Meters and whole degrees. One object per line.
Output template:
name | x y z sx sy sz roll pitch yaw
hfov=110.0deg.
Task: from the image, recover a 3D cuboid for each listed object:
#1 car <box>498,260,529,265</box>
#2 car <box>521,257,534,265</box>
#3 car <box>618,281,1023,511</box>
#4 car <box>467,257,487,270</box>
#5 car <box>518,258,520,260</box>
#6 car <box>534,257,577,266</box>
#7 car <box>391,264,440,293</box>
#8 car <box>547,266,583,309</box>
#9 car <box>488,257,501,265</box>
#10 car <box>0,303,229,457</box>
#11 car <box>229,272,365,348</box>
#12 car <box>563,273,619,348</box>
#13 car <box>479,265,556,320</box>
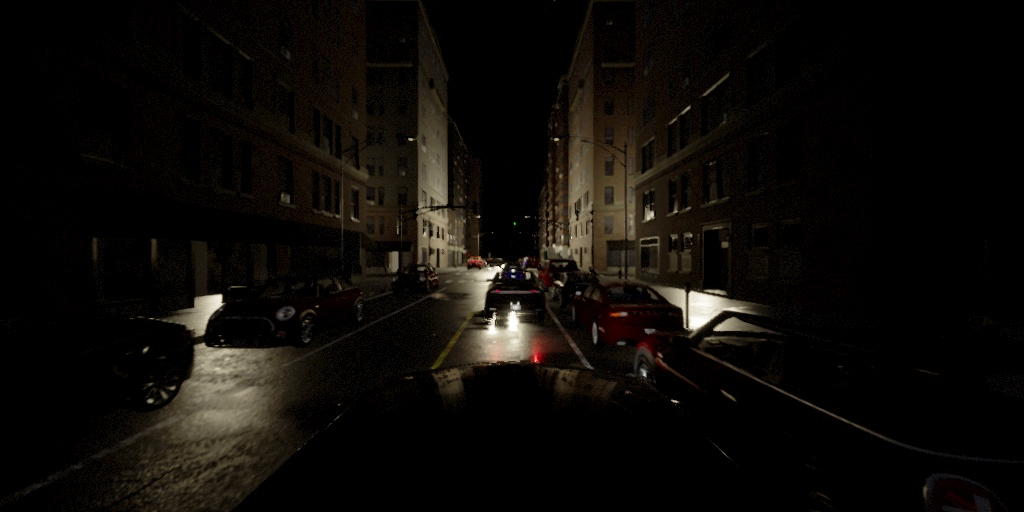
car | 0.095 1.272 27.062 1.812 1.442 4.674 0 0 0
car | 2.691 1.060 47.494 2.192 1.841 5.009 0 0 0
car | 2.638 1.190 3.391 1.967 1.591 4.097 0 0 0
car | -5.429 1.060 52.995 2.192 1.841 5.009 0 0 0
car | 2.675 1.058 64.005 2.192 1.841 5.009 0 0 0
car | 2.634 1.063 20.438 2.192 1.841 5.009 0 0 0
car | -5.391 1.189 20.435 1.967 1.591 4.097 0 0 0
car | 2.635 1.300 14.755 2.007 1.370 4.403 0 0 0
car | -2.810 1.221 60.944 1.882 1.535 5.008 0 0 0
car | -5.387 1.316 3.389 1.948 1.339 4.313 0 0 0
car | -5.389 1.189 9.071 1.967 1.591 4.097 0 0 0
car | 2.637 1.295 9.073 1.888 1.381 4.507 0 0 0
car | 0.099 1.241 12.635 2.128 1.511 4.902 0 0 0
